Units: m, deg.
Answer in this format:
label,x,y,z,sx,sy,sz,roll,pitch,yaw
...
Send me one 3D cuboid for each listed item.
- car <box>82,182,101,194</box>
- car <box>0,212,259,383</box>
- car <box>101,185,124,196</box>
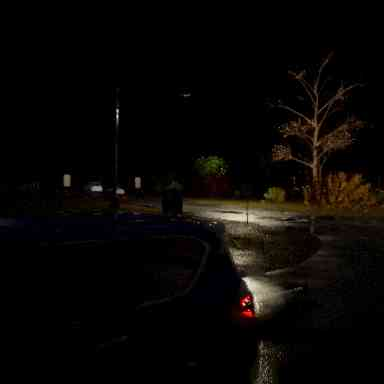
label,x,y,z,sx,sy,sz,roll,pitch,yaw
car,-17.904,-0.733,59.725,2.150,2.045,5.566,1,2,-36
car,-1.954,1.232,2.474,5.566,2.045,2.150,1,0,-35
car,-12.056,-0.106,51.584,1.812,1.442,4.674,1,2,-36
